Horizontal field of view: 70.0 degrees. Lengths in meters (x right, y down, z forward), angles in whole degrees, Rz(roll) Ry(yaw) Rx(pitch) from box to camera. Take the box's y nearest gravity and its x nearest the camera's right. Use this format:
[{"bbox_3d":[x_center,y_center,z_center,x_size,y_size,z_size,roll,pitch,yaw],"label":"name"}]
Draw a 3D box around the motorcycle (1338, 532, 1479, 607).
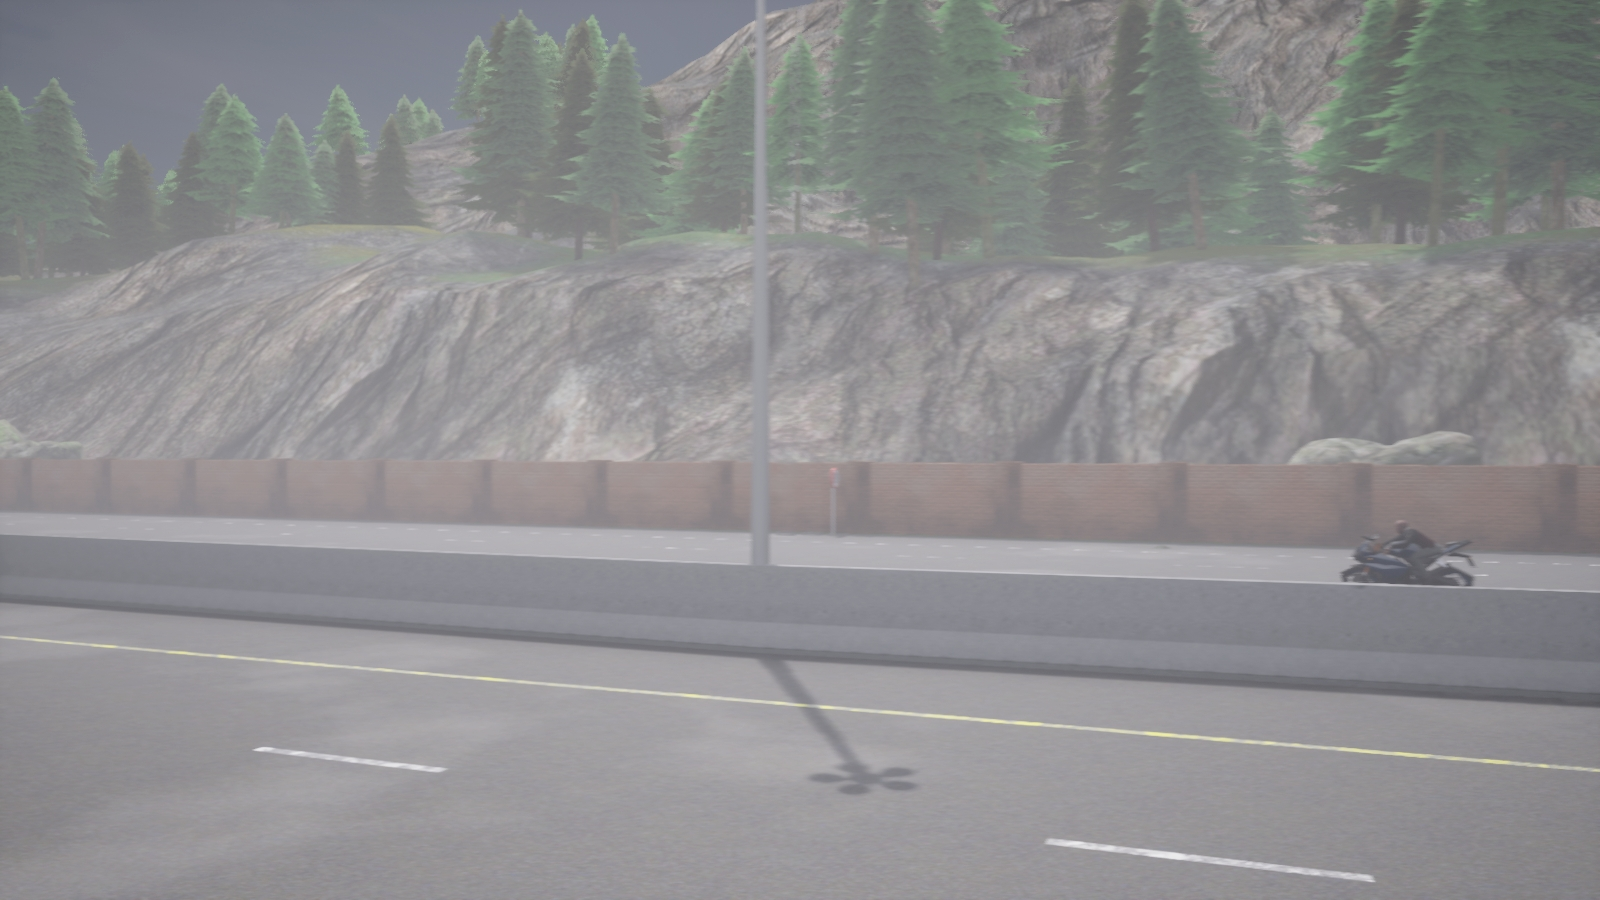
[{"bbox_3d":[11.315,2.210,21.338,2.209,1.251,0.867,0,-1,20],"label":"motorcycle"}]
